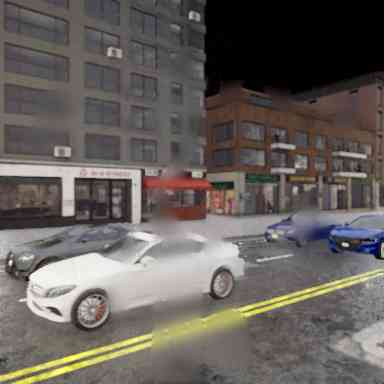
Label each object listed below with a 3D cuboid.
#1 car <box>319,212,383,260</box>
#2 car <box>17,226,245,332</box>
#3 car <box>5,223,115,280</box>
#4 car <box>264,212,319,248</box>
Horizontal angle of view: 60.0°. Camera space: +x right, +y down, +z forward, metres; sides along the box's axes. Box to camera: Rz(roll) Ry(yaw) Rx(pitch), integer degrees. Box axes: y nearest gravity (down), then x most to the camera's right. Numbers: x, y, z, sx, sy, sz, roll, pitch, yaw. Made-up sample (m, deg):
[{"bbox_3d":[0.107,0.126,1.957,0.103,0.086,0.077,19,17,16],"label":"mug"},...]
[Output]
[{"bbox_3d":[7.488,1.640,13.372,5.008,1.535,1.882,1,-1,-36],"label":"car"},{"bbox_3d":[-0.887,1.576,7.064,4.674,1.442,1.812,1,-1,-37],"label":"car"},{"bbox_3d":[-2.957,1.620,9.571,4.181,1.385,1.994,1,-1,-37],"label":"car"},{"bbox_3d":[5.494,1.695,15.936,4.674,1.442,1.812,1,-1,-37],"label":"car"}]
